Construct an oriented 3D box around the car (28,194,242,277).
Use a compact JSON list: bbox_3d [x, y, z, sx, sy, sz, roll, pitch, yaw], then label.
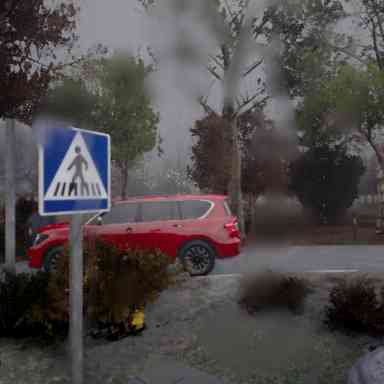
[{"bbox_3d":[-1.451,1.129,9.183,5.566,2.045,2.150,-2,0,-2],"label":"car"}]
